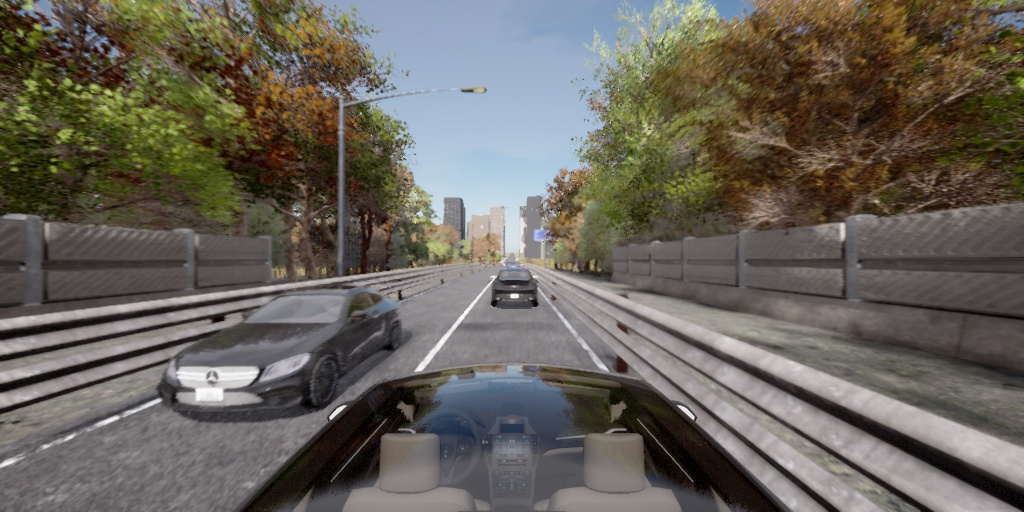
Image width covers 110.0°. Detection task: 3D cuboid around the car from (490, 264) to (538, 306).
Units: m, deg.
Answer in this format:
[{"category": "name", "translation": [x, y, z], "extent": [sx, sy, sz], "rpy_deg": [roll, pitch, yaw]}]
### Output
[{"category": "car", "translation": [0.099, 1.263, 15.887], "extent": [1.837, 1.490, 4.892], "rpy_deg": [0, 0, 0]}]

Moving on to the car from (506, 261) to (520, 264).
[{"category": "car", "translation": [0.099, 1.284, 39.070], "extent": [2.097, 1.767, 4.553], "rpy_deg": [0, -1, 0]}]

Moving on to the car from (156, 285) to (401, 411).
[{"category": "car", "translation": [-3.349, 1.273, 6.299], "extent": [1.812, 1.442, 4.674], "rpy_deg": [0, 0, 0]}]
